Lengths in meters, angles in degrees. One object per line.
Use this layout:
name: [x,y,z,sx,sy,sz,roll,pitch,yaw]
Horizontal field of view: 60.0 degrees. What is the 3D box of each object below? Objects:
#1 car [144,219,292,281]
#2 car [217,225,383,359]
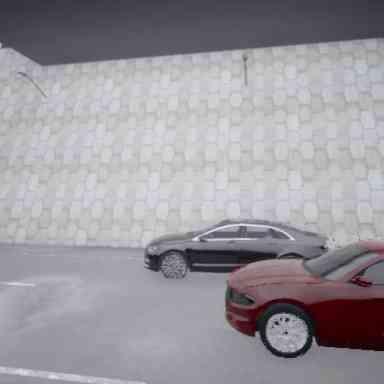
car: [1.162,1.489,8.969,4.902,1.511,2.128,0,0,11]
car: [3.021,1.476,5.055,5.008,1.535,1.882,0,0,11]
